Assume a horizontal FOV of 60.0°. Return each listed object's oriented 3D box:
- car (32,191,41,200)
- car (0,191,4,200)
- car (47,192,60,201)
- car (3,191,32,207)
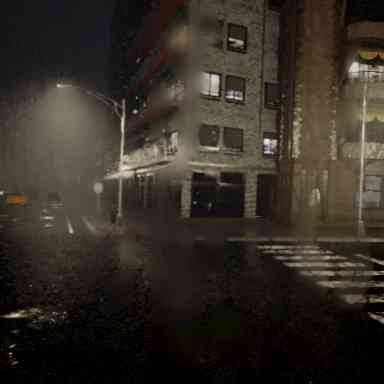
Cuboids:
[{"bbox_3d":[-27.832,0.520,58.628,1.882,1.535,5.008,2,0,-20],"label":"car"},{"bbox_3d":[-28.469,0.559,51.043,2.033,1.411,5.357,2,0,-21],"label":"car"},{"bbox_3d":[-23.839,0.668,57.463,1.882,1.535,5.008,2,0,-21],"label":"car"},{"bbox_3d":[-19.573,0.803,37.508,1.882,1.535,5.008,2,0,-22],"label":"car"}]
